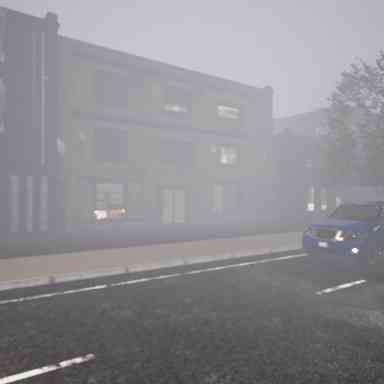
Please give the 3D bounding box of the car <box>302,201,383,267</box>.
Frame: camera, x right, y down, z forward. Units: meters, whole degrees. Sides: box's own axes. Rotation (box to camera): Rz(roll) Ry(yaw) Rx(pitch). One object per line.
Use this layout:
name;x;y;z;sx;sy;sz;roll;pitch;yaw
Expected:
car;6.457;1.365;12.282;5.566;2.045;2.150;1;0;-36
